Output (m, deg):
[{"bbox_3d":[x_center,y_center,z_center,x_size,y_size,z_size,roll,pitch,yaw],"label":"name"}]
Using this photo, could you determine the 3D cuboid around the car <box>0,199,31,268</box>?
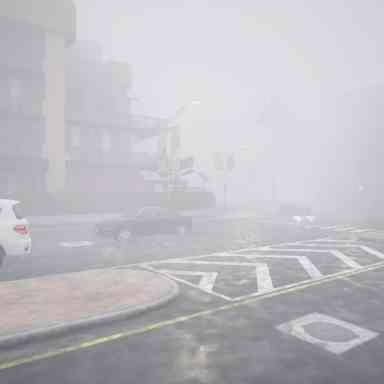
[{"bbox_3d":[-7.267,1.221,8.642,5.566,2.045,2.150,0,0,-35],"label":"car"}]

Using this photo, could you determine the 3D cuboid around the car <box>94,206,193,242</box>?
[{"bbox_3d":[-2.272,1.477,16.469,5.008,1.535,1.882,0,0,-35],"label":"car"}]

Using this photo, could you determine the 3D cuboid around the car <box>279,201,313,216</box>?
[{"bbox_3d":[10.194,1.564,32.909,1.994,1.385,4.181,0,0,-7],"label":"car"}]
